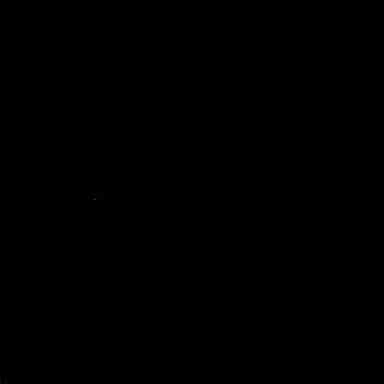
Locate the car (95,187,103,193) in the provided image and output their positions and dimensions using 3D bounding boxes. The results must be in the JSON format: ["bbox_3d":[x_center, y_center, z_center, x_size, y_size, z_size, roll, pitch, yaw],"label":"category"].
[{"bbox_3d":[-20.991,-0.423,74.584,1.895,1.301,4.718,0,4,-14],"label":"car"}]

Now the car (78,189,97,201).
[{"bbox_3d":[-16.834,0.611,52.637,1.837,1.490,4.892,-2,2,-8],"label":"car"}]
